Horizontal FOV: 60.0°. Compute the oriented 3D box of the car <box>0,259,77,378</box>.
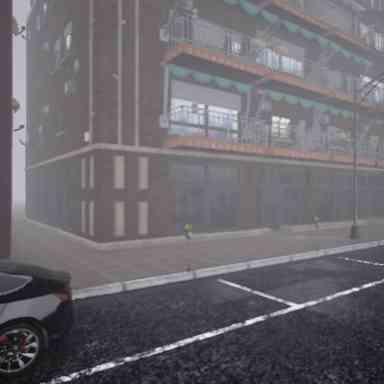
[{"bbox_3d":[-3.629,1.560,3.975,4.313,1.339,1.947,0,0,-35],"label":"car"}]
